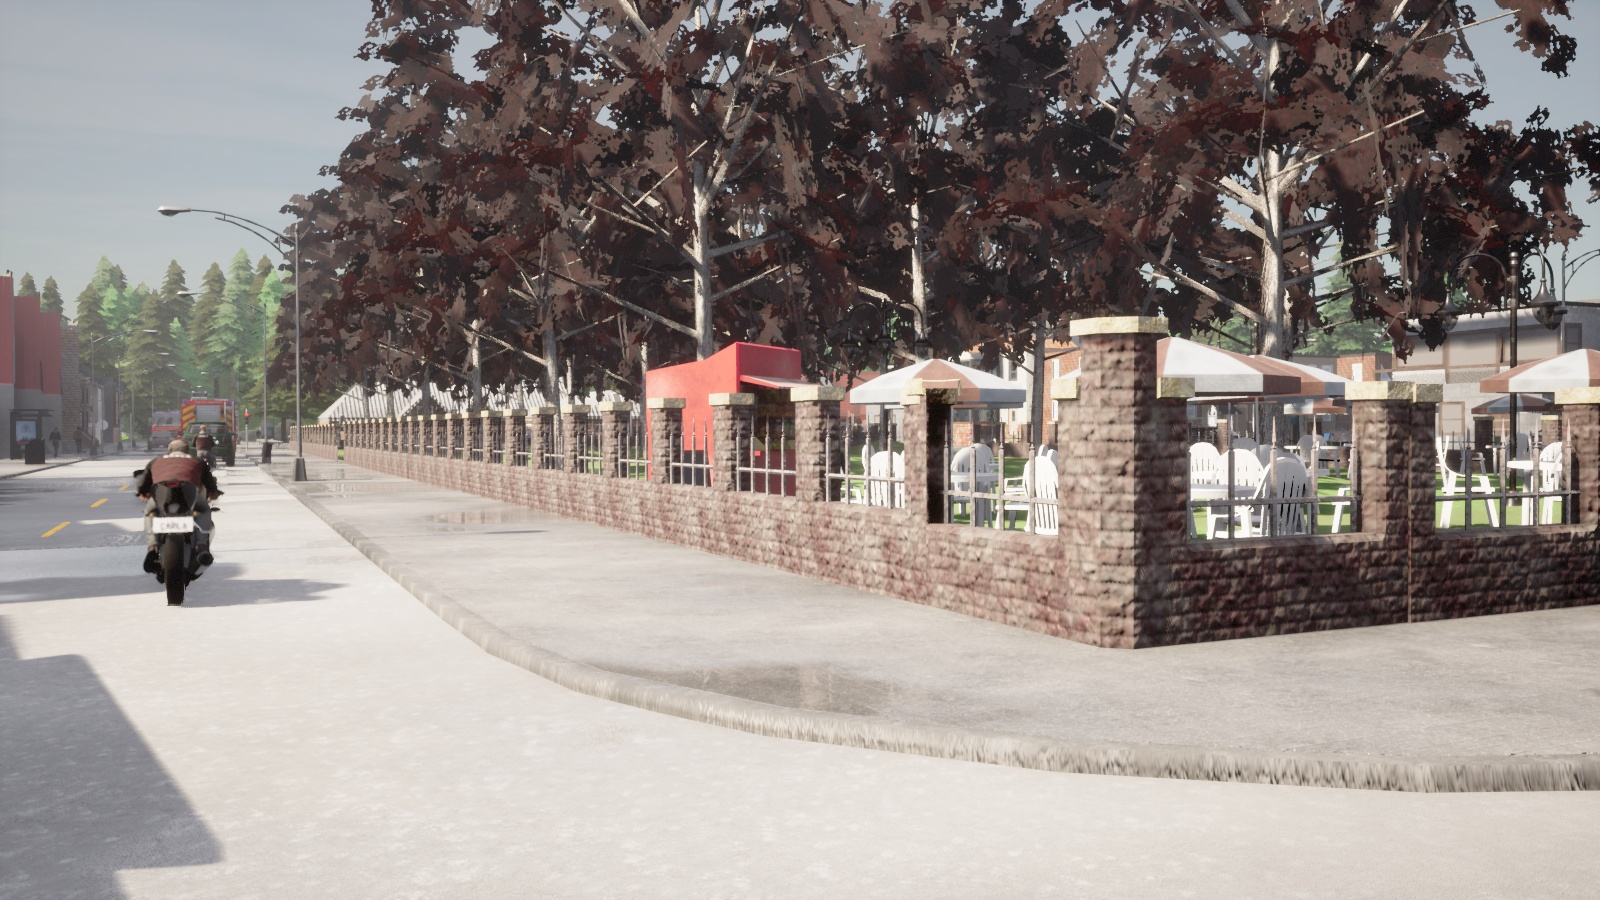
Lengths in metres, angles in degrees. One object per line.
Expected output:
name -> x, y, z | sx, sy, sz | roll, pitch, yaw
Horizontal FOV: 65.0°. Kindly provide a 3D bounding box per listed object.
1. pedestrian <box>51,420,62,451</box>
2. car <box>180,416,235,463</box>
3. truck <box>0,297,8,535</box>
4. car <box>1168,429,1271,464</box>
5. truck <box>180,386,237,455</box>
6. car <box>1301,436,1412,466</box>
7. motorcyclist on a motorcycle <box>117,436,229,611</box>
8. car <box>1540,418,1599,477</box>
pedestrian -> -43.757, -0.863, 73.892 | 0.376, 1.854, 0.720 | 0, 1, -18
car -> -26.806, -0.506, 56.820 | 2.150, 2.045, 5.566 | 0, 1, -25
truck -> -11.571, -0.445, 14.713 | 2.891, 3.462, 7.936 | 0, 1, -25
car -> 20.689, -0.214, 62.095 | 2.033, 1.649, 4.856 | 0, 1, -25
truck -> -34.908, -1.711, 74.211 | 2.891, 3.827, 8.468 | 0, 1, -25
car -> 26.309, 0.020, 59.515 | 1.895, 1.301, 4.718 | 0, 1, -25
motorcyclist on a motorcycle -> -6.037, 0.633, 12.199 | 0.866, 1.530, 2.191 | 0, 1, -24
car -> 29.209, -0.088, 43.802 | 2.150, 2.045, 5.566 | 0, 1, -25
